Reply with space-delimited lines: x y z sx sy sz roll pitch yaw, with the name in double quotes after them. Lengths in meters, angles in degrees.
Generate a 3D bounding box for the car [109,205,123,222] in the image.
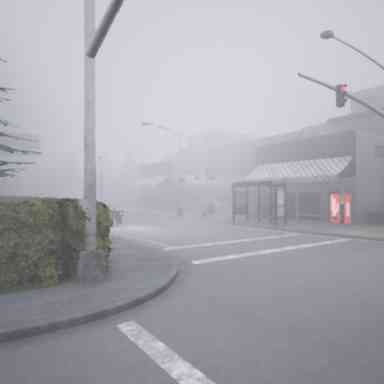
-6.904 1.605 25.256 1.895 1.301 4.718 0 0 -33 "car"

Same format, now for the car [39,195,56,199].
-18.562 1.358 43.076 2.150 2.045 5.566 0 -1 -33 "car"
